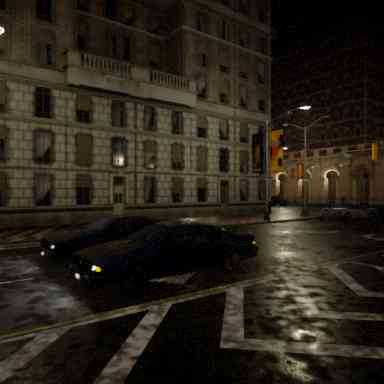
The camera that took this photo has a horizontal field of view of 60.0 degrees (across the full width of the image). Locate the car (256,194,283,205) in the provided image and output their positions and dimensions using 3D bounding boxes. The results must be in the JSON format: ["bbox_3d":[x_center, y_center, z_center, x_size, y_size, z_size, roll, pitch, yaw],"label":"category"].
[{"bbox_3d":[13.958,1.352,60.351,2.097,1.767,4.553,0,0,-36],"label":"car"}]

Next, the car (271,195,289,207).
[{"bbox_3d":[12.354,1.478,50.448,1.882,1.535,5.008,0,0,-37],"label":"car"}]

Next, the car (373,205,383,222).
[{"bbox_3d":[11.911,1.093,18.279,5.008,1.535,1.882,0,0,-36],"label":"car"}]

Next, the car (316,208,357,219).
[{"bbox_3d":[9.809,1.210,21.077,4.718,1.301,1.895,0,0,-36],"label":"car"}]

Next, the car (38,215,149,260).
[{"bbox_3d":[-2.561,1.547,12.063,5.357,1.411,2.033,0,0,-36],"label":"car"}]

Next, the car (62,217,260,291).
[{"bbox_3d":[-0.491,1.547,9.242,5.357,1.411,2.033,0,0,-36],"label":"car"}]
